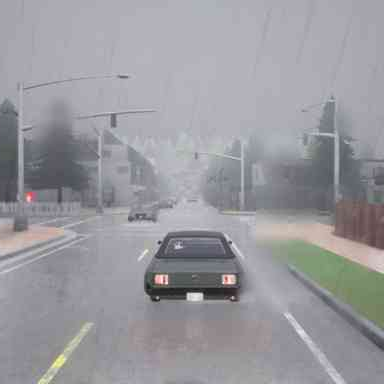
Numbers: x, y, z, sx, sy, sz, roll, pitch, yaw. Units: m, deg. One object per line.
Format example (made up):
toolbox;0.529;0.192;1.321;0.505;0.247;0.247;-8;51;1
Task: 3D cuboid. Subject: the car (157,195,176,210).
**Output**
car;-3.577;1.353;43.561;2.097;1.767;4.553;0;0;0

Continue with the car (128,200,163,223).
car;-3.589;1.566;25.265;1.994;1.385;4.181;0;0;0

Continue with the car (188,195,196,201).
car;0.039;1.478;81.486;1.882;1.535;5.008;0;0;0

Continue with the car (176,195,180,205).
car;-3.551;1.525;58.850;1.812;1.442;4.674;0;0;0

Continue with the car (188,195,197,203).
car;0.037;1.595;71.450;1.895;1.301;4.718;0;0;0

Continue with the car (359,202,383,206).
car;15.313;1.582;29.278;4.718;1.301;1.895;0;0;-8

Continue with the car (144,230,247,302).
car;0.072;1.601;8.219;1.895;1.301;4.718;0;0;0
